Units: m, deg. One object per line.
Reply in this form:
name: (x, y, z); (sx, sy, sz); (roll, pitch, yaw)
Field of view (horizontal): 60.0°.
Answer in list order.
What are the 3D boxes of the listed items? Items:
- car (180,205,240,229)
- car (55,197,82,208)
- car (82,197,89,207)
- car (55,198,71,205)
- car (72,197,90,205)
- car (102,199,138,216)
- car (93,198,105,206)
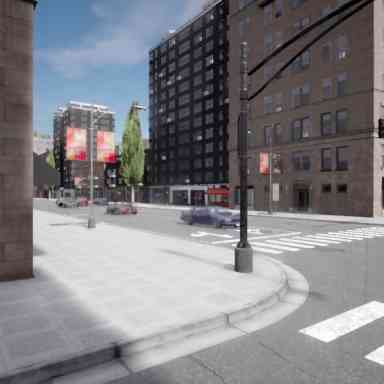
car: (1.255, 1.609, 22.400); (2.033, 1.411, 5.357); (0, 0, -36)
car: (-18.729, 1.573, 50.261); (2.097, 1.767, 4.553); (0, 0, -36)
car: (-18.945, 1.743, 56.290); (1.812, 1.442, 4.674); (0, 0, -36)
car: (-25.310, 1.857, 65.105); (1.895, 1.301, 4.718); (0, 0, -36)
car: (-22.135, 1.749, 66.259); (2.128, 1.511, 4.902); (0, 0, -36)
car: (-7.259, 1.682, 34.203); (1.994, 1.385, 4.181); (0, 0, -36)
car: (-16.229, 1.714, 58.073); (2.128, 1.511, 4.902); (0, 0, -36)
